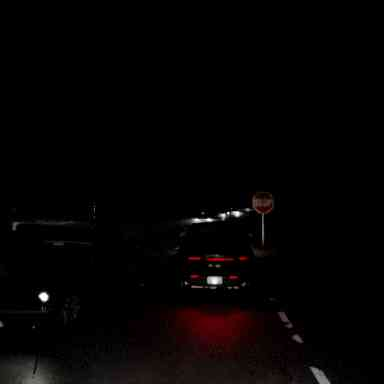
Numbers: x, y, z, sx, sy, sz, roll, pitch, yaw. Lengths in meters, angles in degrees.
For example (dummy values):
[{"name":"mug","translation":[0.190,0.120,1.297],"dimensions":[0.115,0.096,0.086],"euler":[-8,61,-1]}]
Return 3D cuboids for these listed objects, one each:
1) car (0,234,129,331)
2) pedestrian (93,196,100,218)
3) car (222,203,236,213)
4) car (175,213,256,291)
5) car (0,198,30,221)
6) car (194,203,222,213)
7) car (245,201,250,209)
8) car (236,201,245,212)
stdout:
[{"name":"car","translation":[-2.796,1.648,7.094],"dimensions":[1.895,1.301,4.718],"euler":[0,0,3]},{"name":"pedestrian","translation":[-8.116,1.255,28.146],"dimensions":[0.375,1.860,0.375],"euler":[0,-4,7]},{"name":"car","translation":[4.037,2.178,43.940],"dimensions":[2.033,1.411,5.357],"euler":[0,-1,17]},{"name":"car","translation":[0.652,1.567,9.248],"dimensions":[1.837,1.490,4.892],"euler":[0,0,4]},{"name":"car","translation":[-13.473,1.059,22.401],"dimensions":[5.008,1.535,1.882],"euler":[3,-1,6]},{"name":"car","translation":[1.570,1.998,34.994],"dimensions":[1.994,1.385,4.181],"euler":[0,-1,15]},{"name":"car","translation":[10.523,2.513,66.883],"dimensions":[2.097,1.767,4.553],"euler":[0,-1,14]},{"name":"car","translation":[6.824,2.440,53.367],"dimensions":[1.895,1.301,4.718],"euler":[0,-1,16]}]
